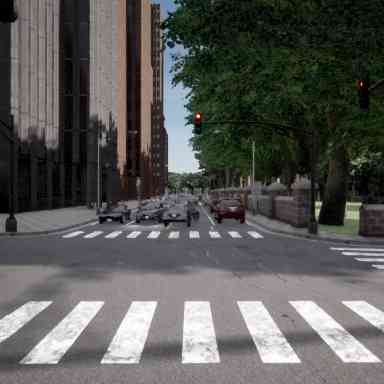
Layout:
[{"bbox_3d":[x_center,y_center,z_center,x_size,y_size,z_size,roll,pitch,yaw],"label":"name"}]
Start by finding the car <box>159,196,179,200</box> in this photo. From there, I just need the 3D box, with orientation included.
[{"bbox_3d":[-3.038,1.595,43.952,1.994,1.385,4.181,0,0,0],"label":"car"}]

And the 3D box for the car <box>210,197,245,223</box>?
[{"bbox_3d":[2.794,1.326,25.223,2.192,1.841,5.009,0,0,0],"label":"car"}]

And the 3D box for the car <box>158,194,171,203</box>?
[{"bbox_3d":[-5.678,1.375,68.881,2.192,1.841,5.009,0,0,0],"label":"car"}]

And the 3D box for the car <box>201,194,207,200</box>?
[{"bbox_3d":[2.827,1.481,52.505,1.967,1.590,4.097,0,0,0],"label":"car"}]

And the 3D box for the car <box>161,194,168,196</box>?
[{"bbox_3d":[-5.685,1.635,63.423,1.802,1.307,4.206,0,0,0],"label":"car"}]

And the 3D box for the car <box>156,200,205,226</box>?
[{"bbox_3d":[-0.640,1.556,23.534,2.033,1.411,5.357,0,0,11],"label":"car"}]

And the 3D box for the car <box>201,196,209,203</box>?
[{"bbox_3d":[2.854,1.593,74.501,1.752,1.417,4.829,0,0,0],"label":"car"}]

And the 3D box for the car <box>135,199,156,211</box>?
[{"bbox_3d":[-5.711,1.579,41.595,2.008,1.369,4.403,0,0,0],"label":"car"}]

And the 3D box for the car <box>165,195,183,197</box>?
[{"bbox_3d":[-2.988,1.590,54.096,2.033,1.411,5.357,0,0,0],"label":"car"}]

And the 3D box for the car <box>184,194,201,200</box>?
[{"bbox_3d":[0.124,1.536,55.840,2.128,1.511,4.902,0,0,1],"label":"car"}]

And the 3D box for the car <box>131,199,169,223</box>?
[{"bbox_3d":[-3.075,1.516,25.496,1.837,1.490,4.892,0,0,1],"label":"car"}]

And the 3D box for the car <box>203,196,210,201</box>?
[{"bbox_3d":[2.814,1.579,41.592,2.008,1.369,4.403,0,0,0],"label":"car"}]

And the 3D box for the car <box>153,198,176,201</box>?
[{"bbox_3d":[-3.056,1.622,34.751,1.895,1.301,4.718,0,0,0],"label":"car"}]

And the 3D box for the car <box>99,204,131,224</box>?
[{"bbox_3d":[-5.731,1.576,25.224,1.947,1.339,4.313,0,0,0],"label":"car"}]

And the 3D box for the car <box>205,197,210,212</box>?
[{"bbox_3d":[2.807,1.588,36.136,1.947,1.339,4.313,0,0,0],"label":"car"}]

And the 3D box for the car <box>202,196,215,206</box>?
[{"bbox_3d":[2.834,1.487,57.962,1.967,1.590,4.097,0,0,0],"label":"car"}]

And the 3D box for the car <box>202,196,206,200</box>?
[{"bbox_3d":[2.820,1.585,47.049,2.008,1.369,4.403,0,0,0],"label":"car"}]

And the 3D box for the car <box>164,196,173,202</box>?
[{"bbox_3d":[-5.665,1.620,79.795,1.887,1.381,4.507,0,0,0],"label":"car"}]
